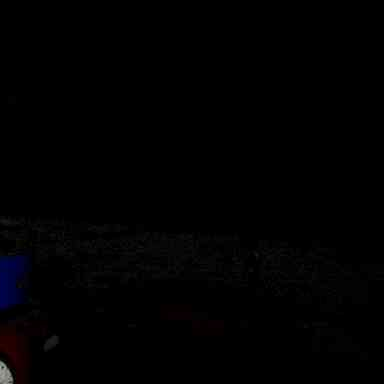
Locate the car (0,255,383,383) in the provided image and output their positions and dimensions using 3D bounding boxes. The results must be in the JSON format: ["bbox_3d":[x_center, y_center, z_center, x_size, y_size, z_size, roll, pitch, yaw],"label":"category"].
[{"bbox_3d":[-0.205,1.544,3.110,4.507,1.381,1.887,0,0,35],"label":"car"}]

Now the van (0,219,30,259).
[{"bbox_3d":[-4.775,1.337,6.362,3.998,1.788,1.690,0,0,35],"label":"van"}]
